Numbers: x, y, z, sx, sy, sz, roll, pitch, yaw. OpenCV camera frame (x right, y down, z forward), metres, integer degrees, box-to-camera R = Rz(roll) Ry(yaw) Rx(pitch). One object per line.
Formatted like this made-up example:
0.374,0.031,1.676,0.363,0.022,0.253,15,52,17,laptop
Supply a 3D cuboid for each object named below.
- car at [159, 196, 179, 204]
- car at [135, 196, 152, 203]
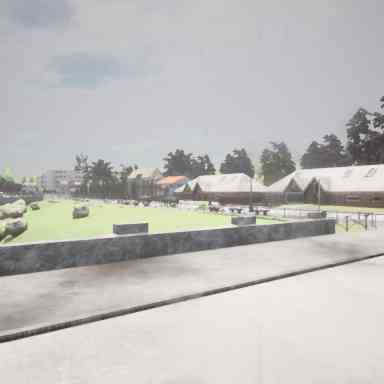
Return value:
-4.211,1.491,60.696,2.128,1.511,4.902,0,0,-35,car
-10.097,1.502,68.969,1.837,1.490,4.892,0,0,-35,car
